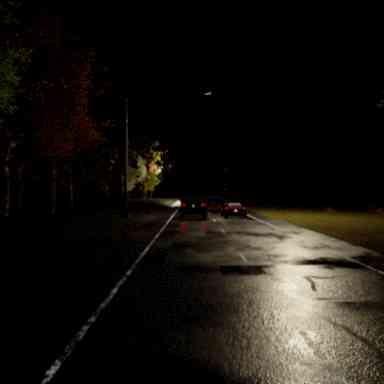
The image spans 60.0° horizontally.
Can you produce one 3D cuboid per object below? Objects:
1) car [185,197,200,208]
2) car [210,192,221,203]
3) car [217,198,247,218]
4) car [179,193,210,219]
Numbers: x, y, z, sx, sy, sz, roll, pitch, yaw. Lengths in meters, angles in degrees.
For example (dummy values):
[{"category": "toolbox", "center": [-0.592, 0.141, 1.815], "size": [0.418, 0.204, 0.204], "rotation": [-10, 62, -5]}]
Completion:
[{"category": "car", "center": [0.095, 1.439, 46.531], "size": [2.033, 1.411, 5.357], "rotation": [0, 0, 1]}, {"category": "car", "center": [3.594, 1.087, 54.858], "size": [2.150, 2.045, 5.566], "rotation": [0, 0, 0]}, {"category": "car", "center": [3.597, 1.501, 29.320], "size": [1.994, 1.385, 4.181], "rotation": [0, 0, 0]}, {"category": "car", "center": [0.098, 1.162, 28.582], "size": [2.150, 2.045, 5.566], "rotation": [0, 0, 0]}]
